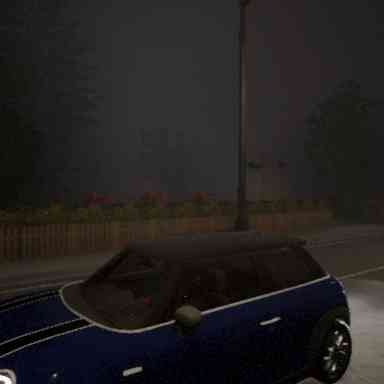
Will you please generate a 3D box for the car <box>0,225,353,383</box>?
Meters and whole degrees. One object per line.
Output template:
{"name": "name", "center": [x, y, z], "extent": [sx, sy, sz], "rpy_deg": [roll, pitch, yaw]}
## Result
{"name": "car", "center": [-0.229, 1.340, 3.806], "extent": [4.553, 1.767, 2.097], "rpy_deg": [0, 0, -34]}
